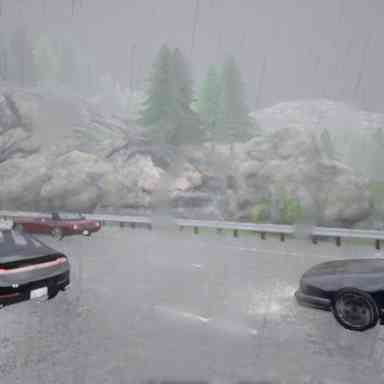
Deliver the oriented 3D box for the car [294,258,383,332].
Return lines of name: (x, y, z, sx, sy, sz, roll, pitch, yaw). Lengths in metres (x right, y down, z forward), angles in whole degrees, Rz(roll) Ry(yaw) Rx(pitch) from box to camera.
car: (4.439, 1.530, 5.060, 5.357, 1.411, 2.033, 0, 0, 35)

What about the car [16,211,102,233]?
car: (-6.837, 1.598, 16.561, 4.718, 1.301, 1.895, 0, 0, 31)

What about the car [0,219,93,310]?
car: (-4.623, 1.494, 6.943, 4.902, 1.511, 2.128, 0, 0, 33)
